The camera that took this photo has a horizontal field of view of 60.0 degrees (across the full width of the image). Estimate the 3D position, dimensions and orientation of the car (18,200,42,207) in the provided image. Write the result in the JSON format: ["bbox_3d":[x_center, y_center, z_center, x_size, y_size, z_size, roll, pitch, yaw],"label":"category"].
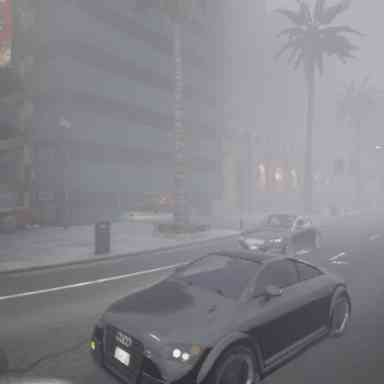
[{"bbox_3d":[-27.124,2.023,56.883,2.161,1.482,4.786,-1,-1,38],"label":"car"}]

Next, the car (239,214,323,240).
[{"bbox_3d":[3.617,1.629,13.110,2.128,1.511,4.902,0,-1,39],"label":"car"}]

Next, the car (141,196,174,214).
[{"bbox_3d":[-3.318,1.435,38.465,2.435,2.045,5.566,-1,-1,38],"label":"car"}]

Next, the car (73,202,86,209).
[{"bbox_3d":[-18.308,1.990,49.331,1.895,1.301,4.718,-1,-1,38],"label":"car"}]

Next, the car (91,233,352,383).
[{"bbox_3d":[0.697,1.618,4.993,4.181,1.385,1.994,1,-1,-43],"label":"car"}]
